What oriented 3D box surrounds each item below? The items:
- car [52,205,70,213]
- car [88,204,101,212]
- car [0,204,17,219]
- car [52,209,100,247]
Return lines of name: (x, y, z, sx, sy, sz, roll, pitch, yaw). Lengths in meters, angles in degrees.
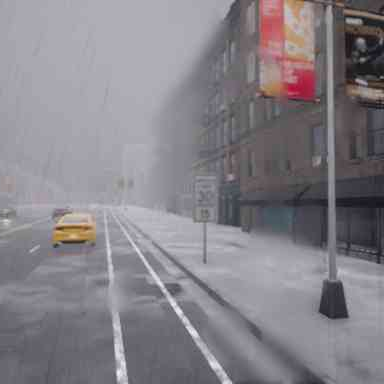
car: (-15.068, 2.324, 38.720, 1.837, 1.490, 4.892, 1, -1, -15)
car: (-15.878, 2.634, 54.305, 1.812, 1.442, 4.674, 1, -1, -15)
car: (-21.861, 2.168, 38.585, 2.097, 1.767, 4.553, 1, -1, -15)
car: (-5.990, 1.887, 17.403, 1.882, 1.535, 5.008, 1, -1, -15)
